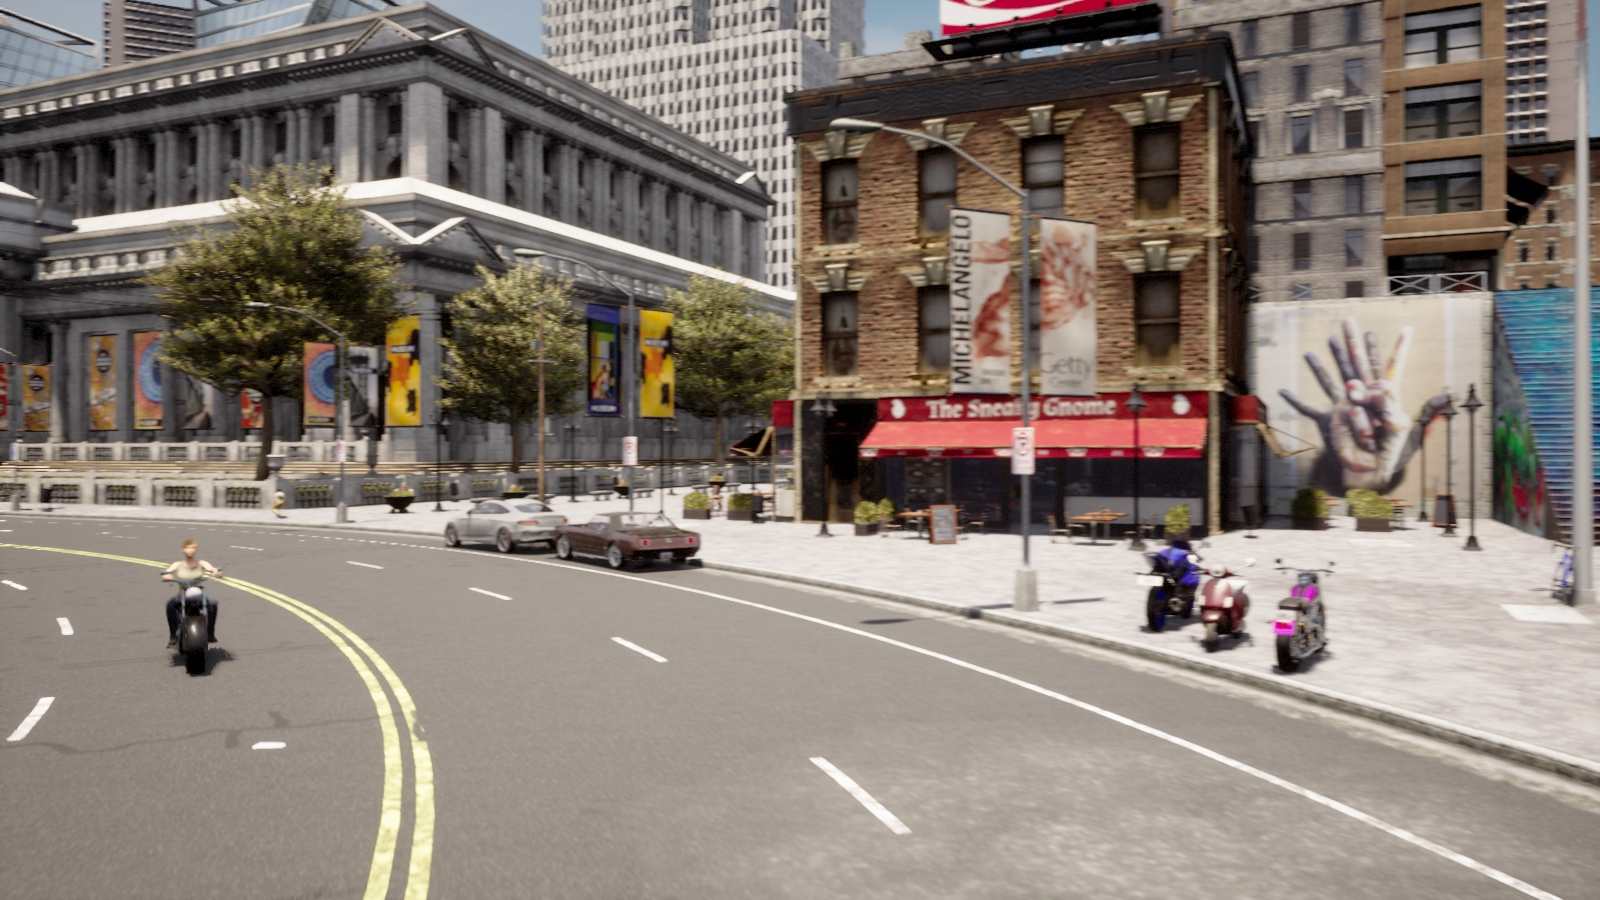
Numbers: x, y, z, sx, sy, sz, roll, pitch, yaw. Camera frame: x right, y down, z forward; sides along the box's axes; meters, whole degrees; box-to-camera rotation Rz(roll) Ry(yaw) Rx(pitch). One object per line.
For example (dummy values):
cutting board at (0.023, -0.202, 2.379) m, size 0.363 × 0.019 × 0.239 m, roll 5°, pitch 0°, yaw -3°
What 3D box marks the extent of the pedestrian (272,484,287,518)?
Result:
pedestrian at (-20.301, 2.003, 44.576) m, size 0.375 × 1.300 × 0.375 m, roll 0°, pitch 0°, yaw 27°
